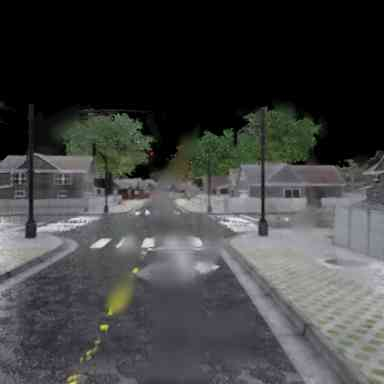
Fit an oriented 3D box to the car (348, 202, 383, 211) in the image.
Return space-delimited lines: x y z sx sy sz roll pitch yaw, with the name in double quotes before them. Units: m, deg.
"car" 14.197 1.488 27.810 4.181 1.385 1.994 0 0 -4
